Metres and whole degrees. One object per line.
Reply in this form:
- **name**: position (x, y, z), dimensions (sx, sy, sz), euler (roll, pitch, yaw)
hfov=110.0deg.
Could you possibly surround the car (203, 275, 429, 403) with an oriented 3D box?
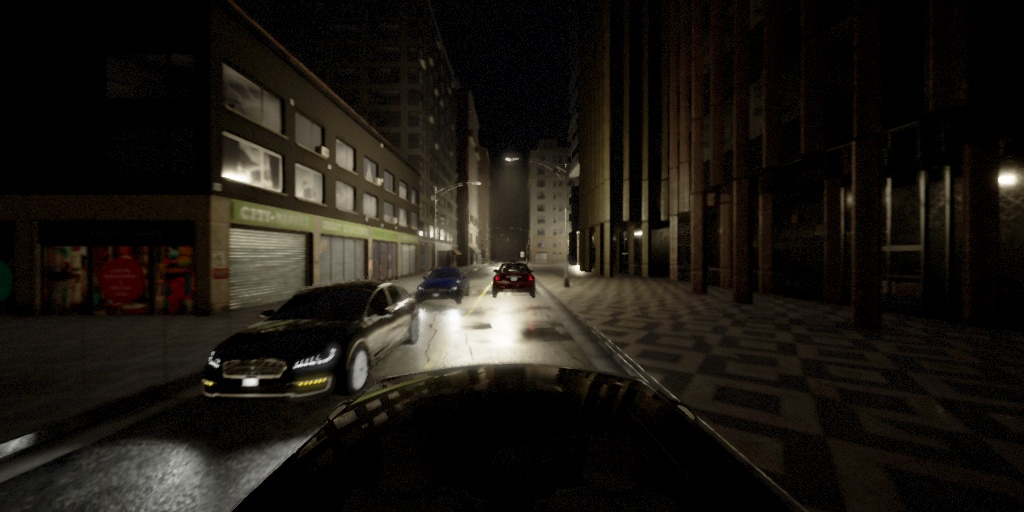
- **car**: position (-3.095, 1.257, 6.683), dimensions (1.837, 1.490, 4.892), euler (0, 0, 0)

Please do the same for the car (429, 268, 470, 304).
- **car**: position (-3.004, 1.278, 16.521), dimensions (1.812, 1.442, 4.674), euler (0, 0, 0)

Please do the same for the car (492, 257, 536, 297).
- **car**: position (0.096, 1.104, 18.973), dimensions (2.097, 1.767, 4.553), euler (0, 0, 0)
